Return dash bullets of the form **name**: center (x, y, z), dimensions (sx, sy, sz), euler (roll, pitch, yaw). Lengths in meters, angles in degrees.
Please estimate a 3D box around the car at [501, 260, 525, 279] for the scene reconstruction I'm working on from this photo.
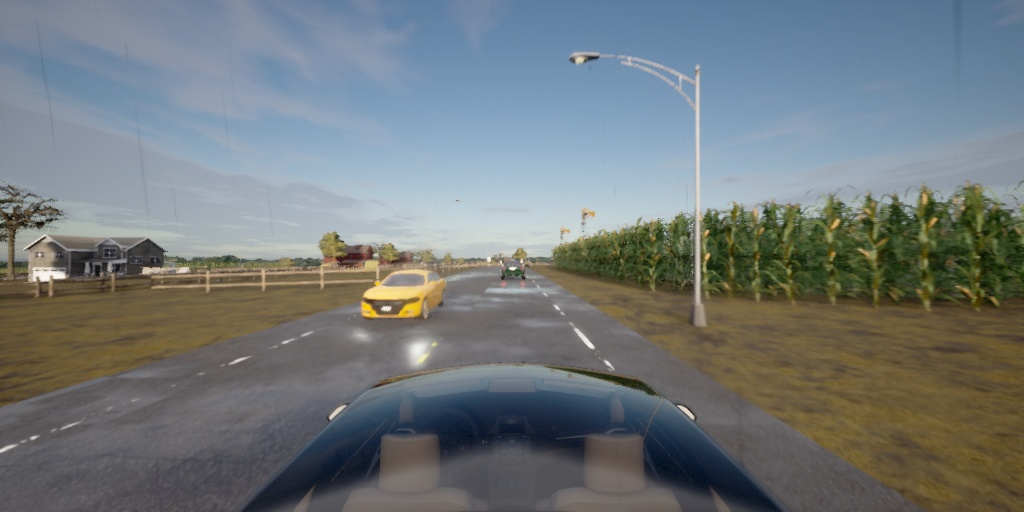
- **car**: center (0.107, 1.170, 33.346), dimensions (2.097, 1.767, 4.553), euler (0, 0, 0)

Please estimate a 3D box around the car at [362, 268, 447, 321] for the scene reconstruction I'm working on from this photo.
- **car**: center (-3.595, 1.239, 12.775), dimensions (1.882, 1.535, 5.008), euler (0, 0, 0)
